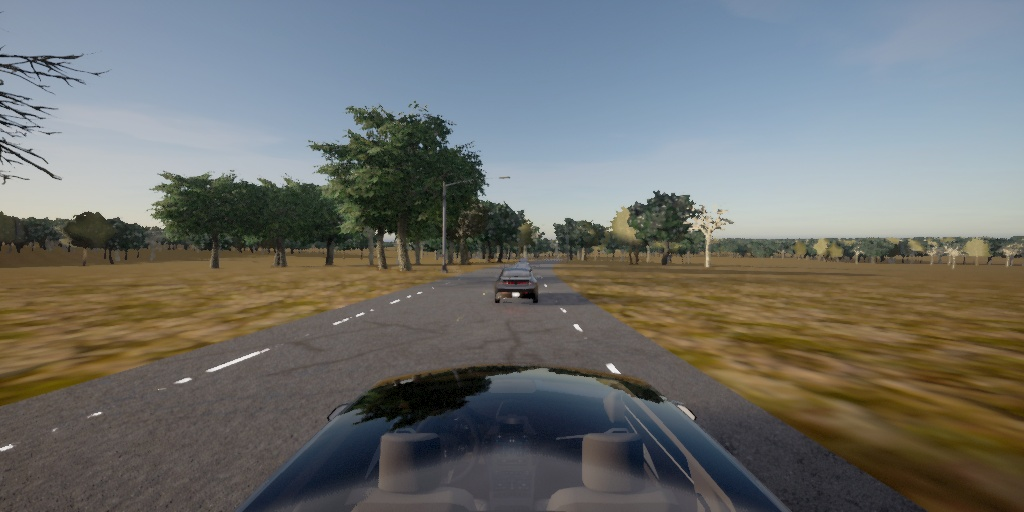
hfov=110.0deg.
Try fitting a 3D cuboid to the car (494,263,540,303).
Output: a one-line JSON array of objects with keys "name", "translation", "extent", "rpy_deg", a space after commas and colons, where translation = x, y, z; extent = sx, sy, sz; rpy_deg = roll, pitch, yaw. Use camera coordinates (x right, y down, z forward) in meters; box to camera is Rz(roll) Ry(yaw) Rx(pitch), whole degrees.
[{"name": "car", "translation": [0.225, 1.257, 16.429], "extent": [1.837, 1.490, 4.892], "rpy_deg": [0, 0, 2]}]

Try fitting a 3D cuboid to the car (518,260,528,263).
[{"name": "car", "translation": [0.897, 1.295, 31.375], "extent": [2.033, 1.411, 5.357], "rpy_deg": [0, 0, 3]}]
